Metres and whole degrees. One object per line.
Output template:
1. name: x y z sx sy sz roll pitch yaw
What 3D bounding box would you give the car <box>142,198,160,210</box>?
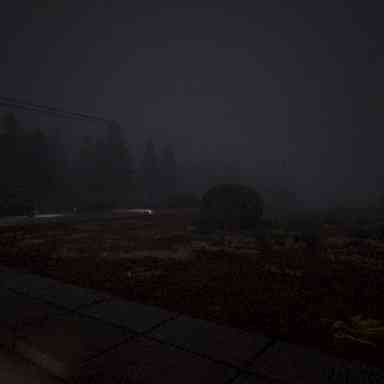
1. car: -4.623 1.552 44.290 1.812 1.442 4.674 0 0 37

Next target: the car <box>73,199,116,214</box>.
1. car: -10.581 1.518 36.269 2.128 1.511 4.902 0 0 37

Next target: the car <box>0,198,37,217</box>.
1. car: -16.029 1.379 28.924 2.097 1.767 4.553 0 0 37

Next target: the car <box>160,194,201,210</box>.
1. car: -1.122 1.248 42.823 2.150 2.045 5.566 0 0 37
